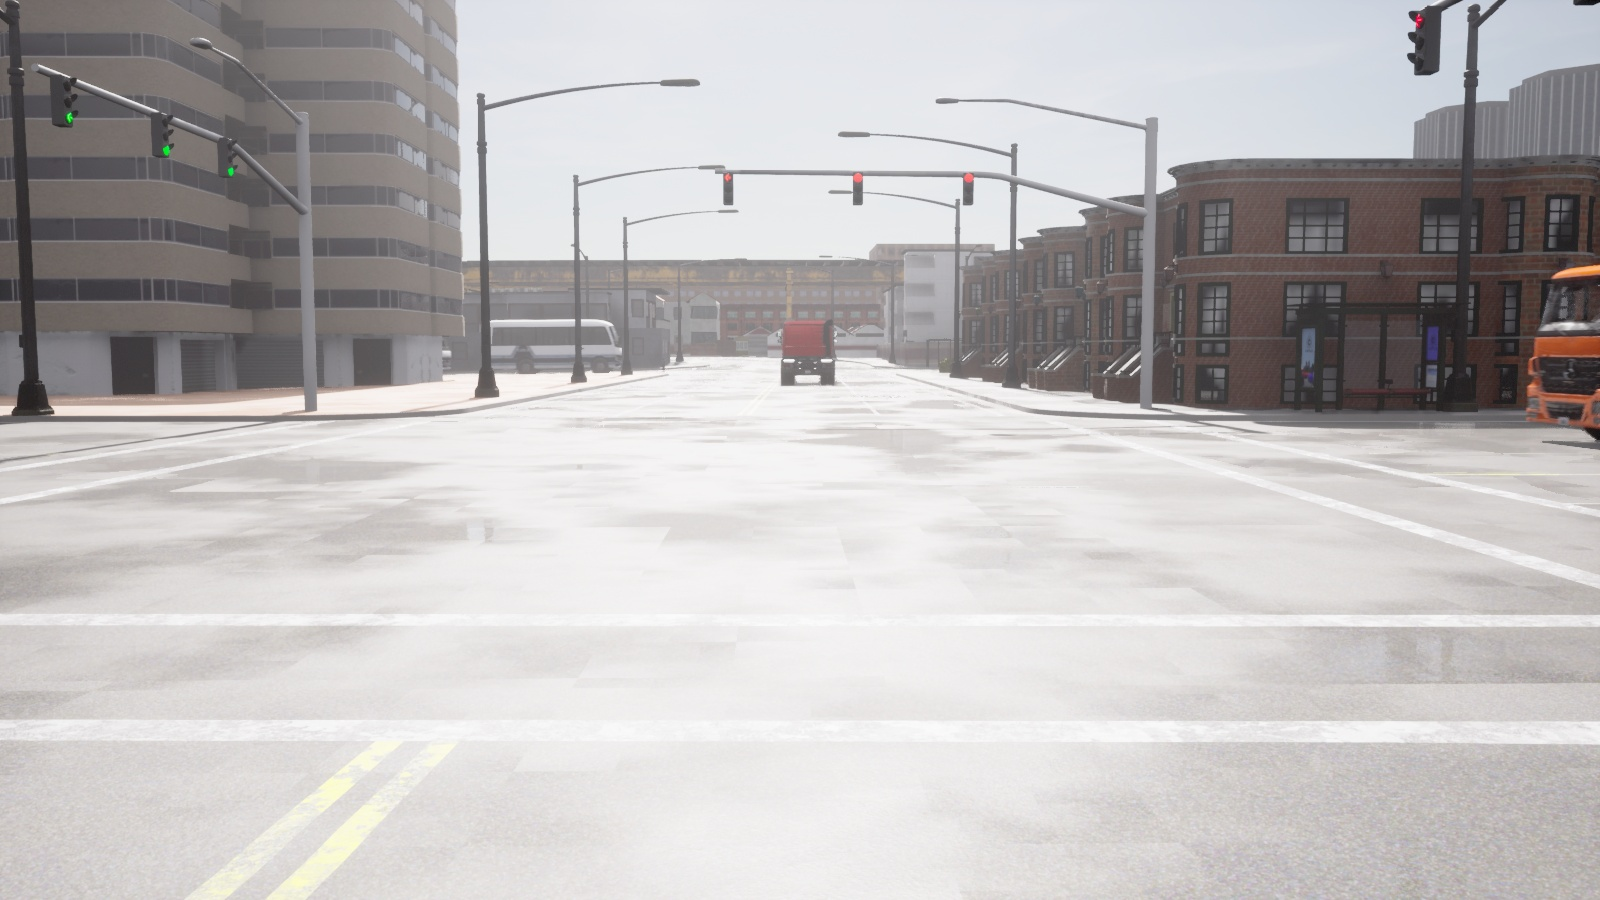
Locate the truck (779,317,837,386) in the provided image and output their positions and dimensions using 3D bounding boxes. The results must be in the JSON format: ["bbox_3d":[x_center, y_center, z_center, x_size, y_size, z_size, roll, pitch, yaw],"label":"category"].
[{"bbox_3d":[0.417,-5.295,67.173,2.891,3.462,7.936,0,5,0],"label":"truck"}]

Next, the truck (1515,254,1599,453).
[{"bbox_3d":[17.914,-1.767,22.915,7.936,3.462,2.891,0,5,1],"label":"truck"}]

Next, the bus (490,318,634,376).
[{"bbox_3d":[-18.170,-7.933,96.674,10.273,4.253,3.944,0,5,-1],"label":"bus"}]
